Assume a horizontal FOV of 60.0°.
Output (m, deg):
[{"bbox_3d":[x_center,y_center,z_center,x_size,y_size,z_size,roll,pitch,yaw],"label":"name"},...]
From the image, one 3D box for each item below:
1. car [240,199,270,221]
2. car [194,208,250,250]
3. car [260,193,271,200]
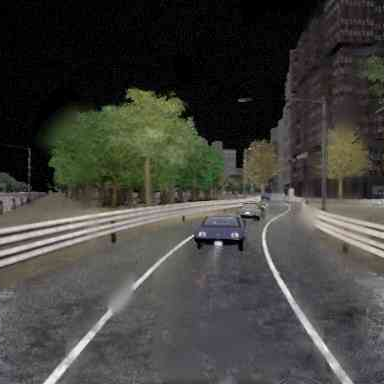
[{"bbox_3d":[4.924,1.583,27.411,1.994,1.385,4.181,0,0,19],"label":"car"},{"bbox_3d":[1.390,1.607,14.433,1.895,1.301,4.718,0,0,11],"label":"car"},{"bbox_3d":[19.077,1.198,87.167,2.150,2.045,5.566,0,0,2],"label":"car"}]
